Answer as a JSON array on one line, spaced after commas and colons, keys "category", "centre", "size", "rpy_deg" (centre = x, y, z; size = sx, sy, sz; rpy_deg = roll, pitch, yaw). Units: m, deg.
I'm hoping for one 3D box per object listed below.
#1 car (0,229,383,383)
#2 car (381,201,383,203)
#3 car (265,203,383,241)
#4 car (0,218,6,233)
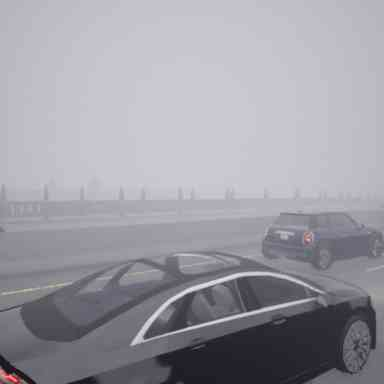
[{"category": "car", "centre": [0.312, 1.499, 3.969], "size": [4.902, 1.511, 2.128], "rpy_deg": [0, 0, -35]}, {"category": "car", "centre": [27.058, 1.630, 44.772], "size": [5.008, 1.535, 1.882], "rpy_deg": [0, 0, -36]}, {"category": "car", "centre": [4.512, 1.384, 11.264], "size": [4.553, 1.767, 2.097], "rpy_deg": [0, 0, -36]}, {"category": "car", "centre": [-10.392, 1.525, 13.760], "size": [4.674, 1.442, 1.812], "rpy_deg": [0, 0, -36]}]
